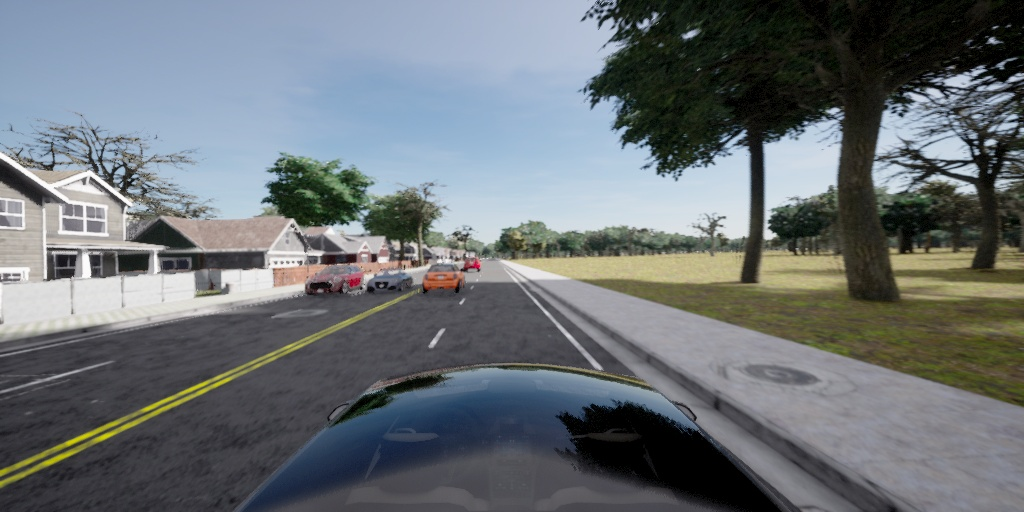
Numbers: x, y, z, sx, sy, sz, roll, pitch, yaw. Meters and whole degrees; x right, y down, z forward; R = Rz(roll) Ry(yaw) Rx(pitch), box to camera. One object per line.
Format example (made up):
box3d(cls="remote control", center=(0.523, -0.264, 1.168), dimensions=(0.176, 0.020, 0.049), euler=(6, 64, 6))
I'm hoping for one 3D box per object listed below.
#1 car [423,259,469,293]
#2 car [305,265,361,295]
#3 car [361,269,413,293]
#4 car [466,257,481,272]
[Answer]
box3d(cls="car", center=(-4.083, 1.215, 22.093), dimensions=(2.097, 1.767, 4.553), euler=(-1, 0, -3))
box3d(cls="car", center=(-10.790, 1.367, 22.173), dimensions=(2.097, 1.767, 4.553), euler=(-1, 0, -3))
box3d(cls="car", center=(-7.548, 1.506, 22.499), dimensions=(1.994, 1.385, 4.181), euler=(-1, 0, -3))
box3d(cls="car", center=(-5.546, 1.170, 50.597), dimensions=(2.150, 2.045, 5.566), euler=(-1, 0, -3))
